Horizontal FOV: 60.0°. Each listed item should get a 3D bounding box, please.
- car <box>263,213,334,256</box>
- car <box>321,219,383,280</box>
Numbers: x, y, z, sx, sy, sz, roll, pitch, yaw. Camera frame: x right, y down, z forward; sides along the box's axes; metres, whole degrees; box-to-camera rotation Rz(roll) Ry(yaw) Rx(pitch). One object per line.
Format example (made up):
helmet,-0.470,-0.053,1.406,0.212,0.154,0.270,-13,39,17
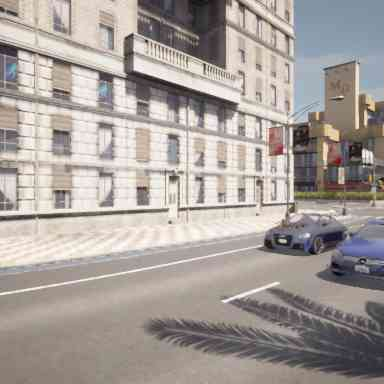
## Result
car,4.665,1.564,13.316,4.181,1.385,1.994,0,0,-45
car,5.606,1.526,9.333,4.674,1.442,1.812,0,0,-44
